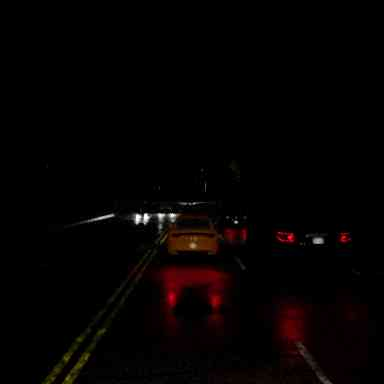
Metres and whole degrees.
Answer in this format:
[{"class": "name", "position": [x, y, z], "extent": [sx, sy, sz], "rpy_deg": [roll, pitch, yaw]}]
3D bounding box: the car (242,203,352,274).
[{"class": "car", "position": [3.278, 1.376, 11.259], "extent": [2.150, 2.045, 5.566], "rpy_deg": [0, 0, 0]}]

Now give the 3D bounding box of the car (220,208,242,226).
[{"class": "car", "position": [3.285, 1.962, 26.760], "extent": [1.895, 1.301, 4.718], "rpy_deg": [0, -1, 1]}]

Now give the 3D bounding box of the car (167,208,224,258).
[{"class": "car", "position": [0.053, 1.661, 13.612], "extent": [1.882, 1.535, 5.008], "rpy_deg": [0, 0, 0]}]

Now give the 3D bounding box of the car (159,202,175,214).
[{"class": "car", "position": [-3.302, 2.127, 44.705], "extent": [1.812, 1.442, 4.674], "rpy_deg": [0, -1, 1]}]

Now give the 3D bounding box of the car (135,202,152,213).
[{"class": "car", "position": [-6.546, 2.103, 45.436], "extent": [2.128, 1.511, 4.902], "rpy_deg": [0, -1, 1]}]

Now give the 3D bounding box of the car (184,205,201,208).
[{"class": "car", "position": [0.053, 1.863, 28.579], "extent": [1.882, 1.535, 5.008], "rpy_deg": [0, 0, 0]}]
